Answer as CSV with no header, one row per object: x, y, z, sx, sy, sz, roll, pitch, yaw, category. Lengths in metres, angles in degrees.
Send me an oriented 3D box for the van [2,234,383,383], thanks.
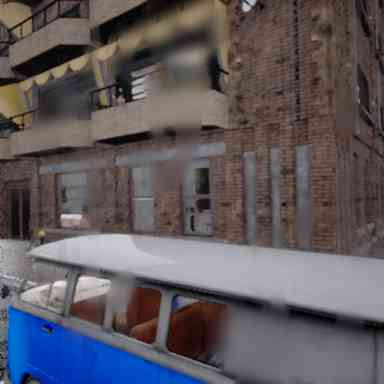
-0.046,1.357,2.929,3.998,1.788,1.690,-1,-1,36,van
